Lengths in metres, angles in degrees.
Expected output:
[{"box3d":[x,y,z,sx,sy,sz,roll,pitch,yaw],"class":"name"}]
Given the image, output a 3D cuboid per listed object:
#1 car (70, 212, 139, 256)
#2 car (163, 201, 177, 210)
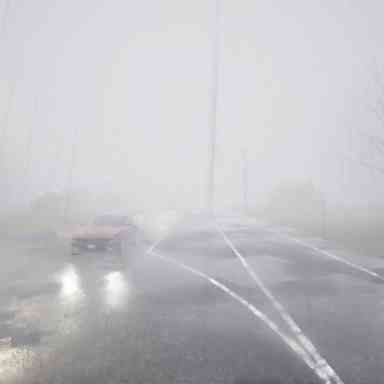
[{"box3d":[-3.465,1.641,13.973,1.882,1.535,5.008,0,-1,0],"class":"car"},{"box3d":[-3.419,2.126,52.668,2.128,1.511,4.902,0,-1,0],"class":"car"}]
